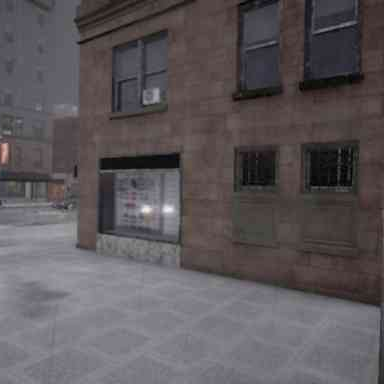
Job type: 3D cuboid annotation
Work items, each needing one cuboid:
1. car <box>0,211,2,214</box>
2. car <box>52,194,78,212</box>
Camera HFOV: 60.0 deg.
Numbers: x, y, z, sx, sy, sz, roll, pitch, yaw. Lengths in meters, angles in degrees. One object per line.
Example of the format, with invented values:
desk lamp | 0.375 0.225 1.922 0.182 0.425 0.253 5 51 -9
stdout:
car | -13.599 1.087 18.937 1.895 1.301 4.718 2 1 35
car | -10.104 0.897 29.857 1.837 1.490 4.892 2 1 35
